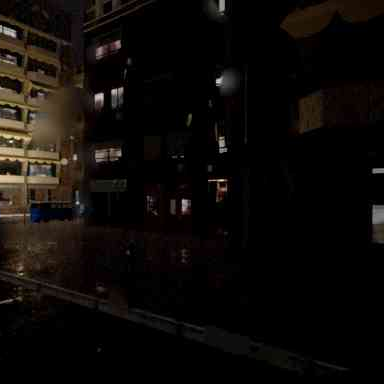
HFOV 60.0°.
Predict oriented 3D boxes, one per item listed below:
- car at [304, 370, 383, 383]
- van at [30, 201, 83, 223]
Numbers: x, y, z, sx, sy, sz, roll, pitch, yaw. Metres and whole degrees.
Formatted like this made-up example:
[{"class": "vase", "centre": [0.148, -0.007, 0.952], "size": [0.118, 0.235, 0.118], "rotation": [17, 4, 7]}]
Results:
[{"class": "car", "centre": [2.403, 1.551, 1.163], "size": [4.403, 1.369, 2.008], "rotation": [0, 0, 35]}, {"class": "van", "centre": [-11.897, 1.706, 28.812], "size": [1.690, 1.788, 3.998], "rotation": [-1, -2, 35]}]
